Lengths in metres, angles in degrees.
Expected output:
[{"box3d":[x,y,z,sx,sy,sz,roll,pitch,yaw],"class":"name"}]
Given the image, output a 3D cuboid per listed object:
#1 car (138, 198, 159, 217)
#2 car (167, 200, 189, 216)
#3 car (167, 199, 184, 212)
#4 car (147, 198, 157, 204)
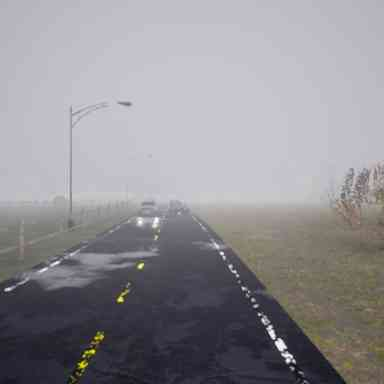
[{"box3d":[-4.259,1.624,32.651,1.812,1.442,4.674,0,0,-4],"class":"car"},{"box3d":[-1.355,1.708,33.250,1.895,1.301,4.718,0,0,-4],"class":"car"},{"box3d":[-2.235,1.700,43.494,2.033,1.411,5.357,0,0,-6],"class":"car"},{"box3d":[-8.906,1.898,73.568,1.895,1.301,4.718,0,0,-9],"class":"car"}]
